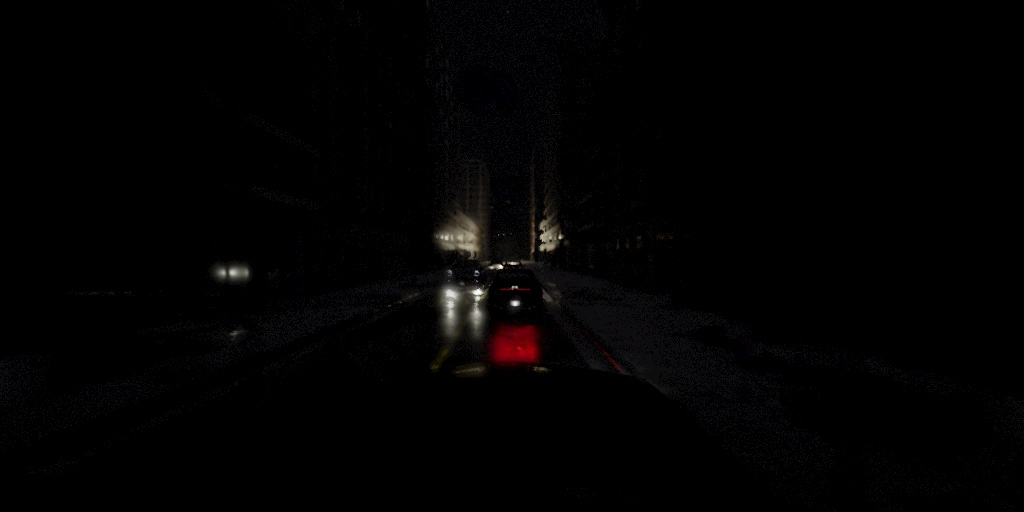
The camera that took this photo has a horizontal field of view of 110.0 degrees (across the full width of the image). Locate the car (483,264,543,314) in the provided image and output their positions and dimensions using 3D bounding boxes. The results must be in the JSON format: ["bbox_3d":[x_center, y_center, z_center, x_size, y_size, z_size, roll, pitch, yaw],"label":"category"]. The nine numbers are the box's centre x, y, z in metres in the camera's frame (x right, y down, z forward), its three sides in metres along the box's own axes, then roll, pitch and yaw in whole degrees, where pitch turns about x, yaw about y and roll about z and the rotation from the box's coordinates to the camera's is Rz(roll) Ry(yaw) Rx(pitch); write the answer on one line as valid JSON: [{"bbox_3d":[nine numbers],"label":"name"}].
[{"bbox_3d":[0.102,1.206,13.522,1.837,1.490,4.892,0,0,0],"label":"car"}]

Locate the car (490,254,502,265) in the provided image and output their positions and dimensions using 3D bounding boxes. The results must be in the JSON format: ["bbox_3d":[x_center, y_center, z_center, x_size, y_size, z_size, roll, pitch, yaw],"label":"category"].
[{"bbox_3d":[-2.752,0.743,64.933,2.150,2.045,5.566,0,0,1],"label":"car"}]

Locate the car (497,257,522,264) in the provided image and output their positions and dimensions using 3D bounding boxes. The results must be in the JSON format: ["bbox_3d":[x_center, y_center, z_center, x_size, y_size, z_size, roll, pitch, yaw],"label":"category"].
[{"bbox_3d":[0.108,1.127,30.304,2.128,1.511,4.902,0,0,0],"label":"car"}]

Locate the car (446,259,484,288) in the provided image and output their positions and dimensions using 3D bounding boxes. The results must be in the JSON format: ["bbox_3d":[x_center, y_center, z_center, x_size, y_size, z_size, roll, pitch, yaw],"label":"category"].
[{"bbox_3d":[-2.842,1.016,22.870,2.097,1.767,4.553,0,0,0],"label":"car"}]
